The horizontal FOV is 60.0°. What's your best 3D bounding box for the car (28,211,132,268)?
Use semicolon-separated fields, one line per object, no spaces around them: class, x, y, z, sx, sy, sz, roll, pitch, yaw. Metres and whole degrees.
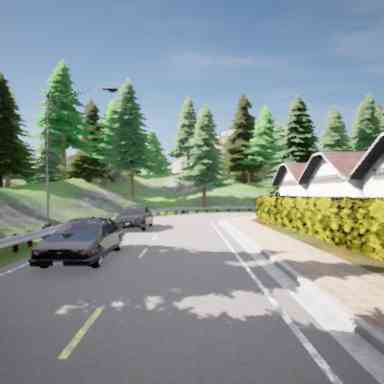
car;-3.714;1.627;11.855;2.033;1.411;5.357;0;0;0

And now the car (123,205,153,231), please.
car;-3.701;1.643;21.845;1.837;1.490;4.892;0;0;1
